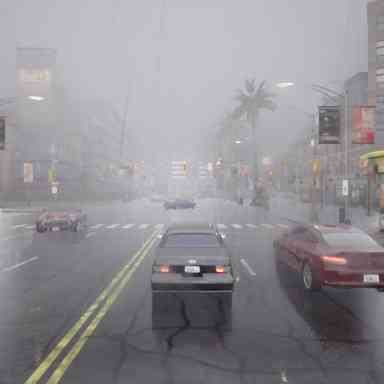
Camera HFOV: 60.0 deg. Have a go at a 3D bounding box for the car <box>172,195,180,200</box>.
[{"bbox_3d":[-4.326,1.500,90.963,1.837,1.490,4.892,0,0,-1],"label":"car"}]

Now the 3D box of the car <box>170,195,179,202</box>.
[{"bbox_3d":[-4.232,1.524,80.913,1.812,1.442,4.674,0,0,-1],"label":"car"}]

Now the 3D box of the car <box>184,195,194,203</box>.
[{"bbox_3d":[-0.658,1.522,73.793,2.128,1.511,4.902,0,0,-1],"label":"car"}]

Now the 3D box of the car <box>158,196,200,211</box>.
[{"bbox_3d":[-1.513,1.526,40.898,1.812,1.442,4.674,1,0,43],"label":"car"}]

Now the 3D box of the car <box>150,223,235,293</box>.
[{"bbox_3d":[-0.001,1.547,8.961,2.033,1.411,5.357,0,0,0],"label":"car"}]

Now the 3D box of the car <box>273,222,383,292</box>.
[{"bbox_3d":[3.498,1.526,8.805,1.812,1.442,4.674,0,0,0],"label":"car"}]

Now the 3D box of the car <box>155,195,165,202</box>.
[{"bbox_3d":[-7.727,1.478,80.297,1.882,1.535,5.008,0,0,-1],"label":"car"}]

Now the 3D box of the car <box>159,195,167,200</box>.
[{"bbox_3d":[-7.824,1.595,90.598,1.895,1.301,4.718,0,0,-1],"label":"car"}]

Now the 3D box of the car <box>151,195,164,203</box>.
[{"bbox_3d":[-7.643,1.524,71.178,1.812,1.442,4.674,0,0,-1],"label":"car"}]

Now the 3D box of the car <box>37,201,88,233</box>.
[{"bbox_3d":[-7.478,1.352,19.610,2.097,1.767,4.553,0,0,-9],"label":"car"}]
